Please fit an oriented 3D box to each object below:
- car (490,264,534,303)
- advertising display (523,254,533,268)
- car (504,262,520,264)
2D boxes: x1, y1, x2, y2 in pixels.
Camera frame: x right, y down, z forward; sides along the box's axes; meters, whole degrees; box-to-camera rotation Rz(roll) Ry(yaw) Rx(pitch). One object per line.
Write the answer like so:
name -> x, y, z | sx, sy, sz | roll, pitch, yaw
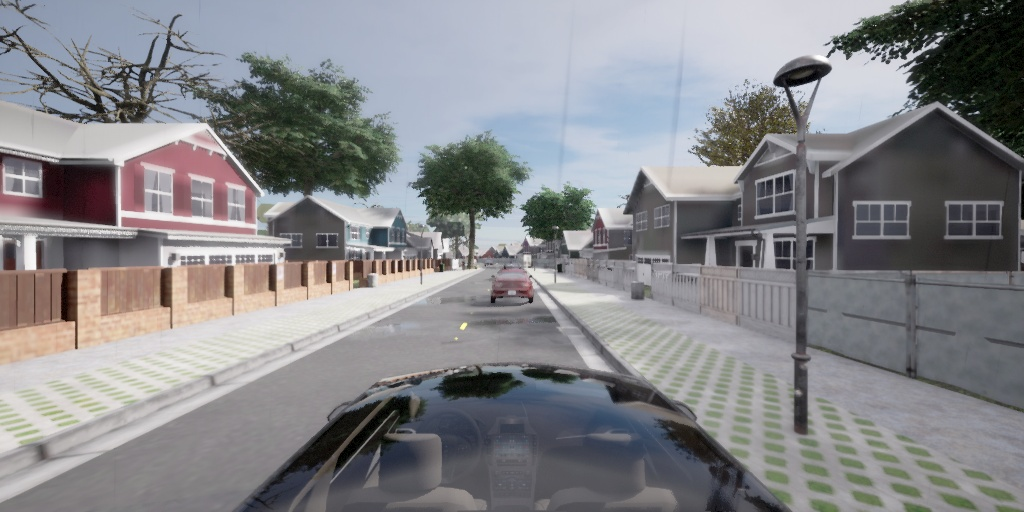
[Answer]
car -> 0.000, 1.288, 16.465 | 1.812, 1.442, 4.674 | 0, 0, 0
advertising display -> 2.626, 0.917, 61.986 | 1.540, 2.440, 0.280 | 0, 0, -4
car -> 0.000, 1.277, 31.468 | 2.128, 1.511, 4.902 | 0, 0, 0
